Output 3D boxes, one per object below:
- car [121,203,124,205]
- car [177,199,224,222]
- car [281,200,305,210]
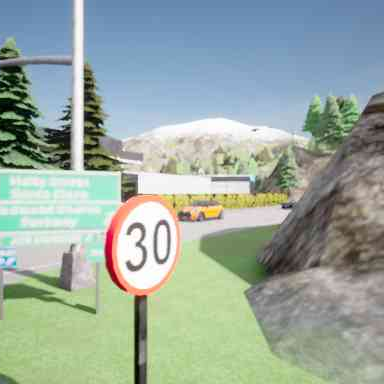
[{"bbox_3d":[-5.112,1.439,19.242,2.097,1.767,4.553,0,0,36],"label":"car"},{"bbox_3d":[0.742,1.441,27.311,2.097,1.767,4.553,0,0,36],"label":"car"},{"bbox_3d":[13.710,1.688,45.063,1.895,1.301,4.718,0,0,36],"label":"car"}]
